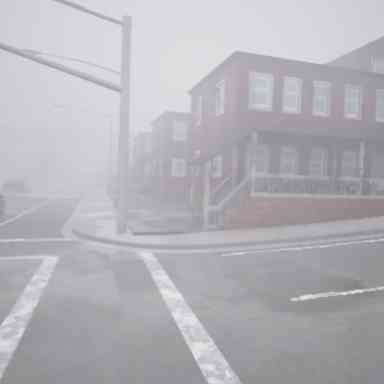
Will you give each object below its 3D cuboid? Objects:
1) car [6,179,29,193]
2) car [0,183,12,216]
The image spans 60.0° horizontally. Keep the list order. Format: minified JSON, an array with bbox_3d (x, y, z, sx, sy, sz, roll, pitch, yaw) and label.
[{"bbox_3d":[-20.020,-0.766,38.083,1.882,1.535,5.008,1,2,-16],"label":"car"},{"bbox_3d":[-10.055,0.526,15.292,1.837,1.490,4.892,1,2,-16],"label":"car"}]
